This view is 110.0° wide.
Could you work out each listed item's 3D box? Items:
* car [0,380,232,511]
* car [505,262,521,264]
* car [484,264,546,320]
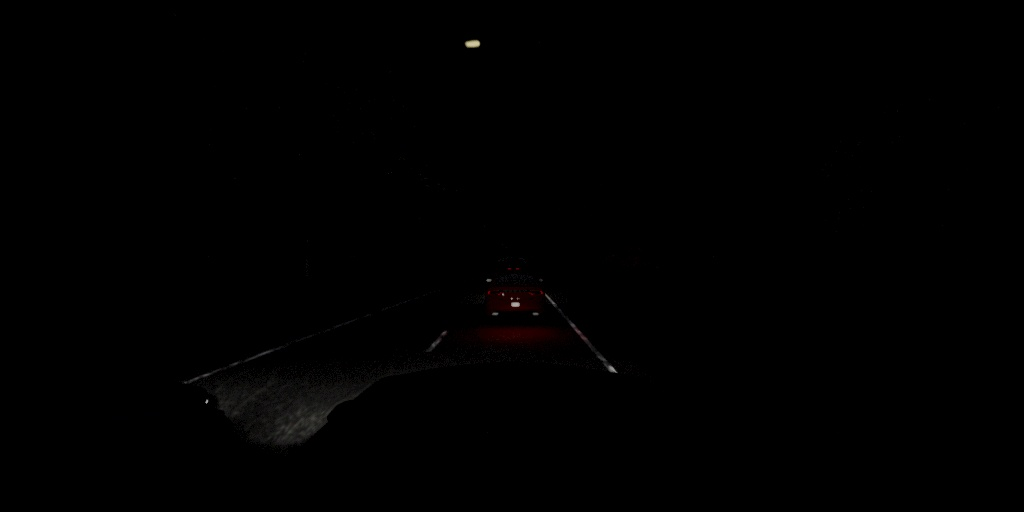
[{"bbox_3d":[-3.373,1.276,1.160,1.812,1.442,4.674,0,0,0],"label":"car"},{"bbox_3d":[0.108,1.251,31.190,2.128,1.511,4.902,0,0,0],"label":"car"},{"bbox_3d":[0.102,1.230,12.679,1.882,1.535,5.008,0,0,0],"label":"car"}]
